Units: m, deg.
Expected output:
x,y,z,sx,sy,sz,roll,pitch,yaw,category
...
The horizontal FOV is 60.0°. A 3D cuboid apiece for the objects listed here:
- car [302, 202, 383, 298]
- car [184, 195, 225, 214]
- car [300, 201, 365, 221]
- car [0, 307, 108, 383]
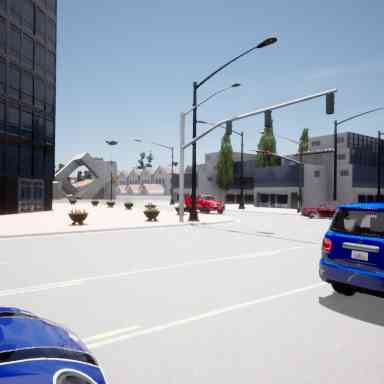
x,y,z,sx,sy,sz,roll,pitch,yaw,category
5.200,1.239,7.507,5.566,2.045,2.150,0,0,-35,car
1.299,1.314,36.715,2.150,2.045,5.566,1,-1,-35,car
12.487,1.650,29.832,5.008,1.535,1.882,0,1,6,car
-2.729,1.352,1.796,4.553,1.767,2.097,0,0,-35,car
